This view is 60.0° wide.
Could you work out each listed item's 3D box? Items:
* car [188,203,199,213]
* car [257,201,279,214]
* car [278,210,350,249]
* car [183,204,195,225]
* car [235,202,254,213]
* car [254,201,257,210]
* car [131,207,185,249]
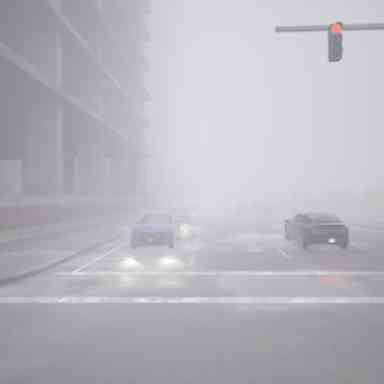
[{"bbox_3d":[0.029,2.323,49.362,2.033,1.411,5.357,-1,-1,3],"label":"car"},{"bbox_3d":[10.399,2.156,45.016,1.994,1.385,4.181,-1,-1,3],"label":"car"},{"bbox_3d":[5.575,1.673,15.402,1.837,1.490,4.892,0,-1,3],"label":"car"},{"bbox_3d":[-1.033,2.016,28.537,1.994,1.385,4.181,-1,-1,2],"label":"car"},{"bbox_3d":[6.940,2.245,45.887,1.895,1.301,4.718,-1,-1,3],"label":"car"},{"bbox_3d":[10.814,2.226,54.984,1.882,1.535,5.008,-1,-1,3],"label":"car"},{"bbox_3d":[-1.612,1.738,16.246,1.882,1.535,5.008,-1,-1,3],"label":"car"}]
